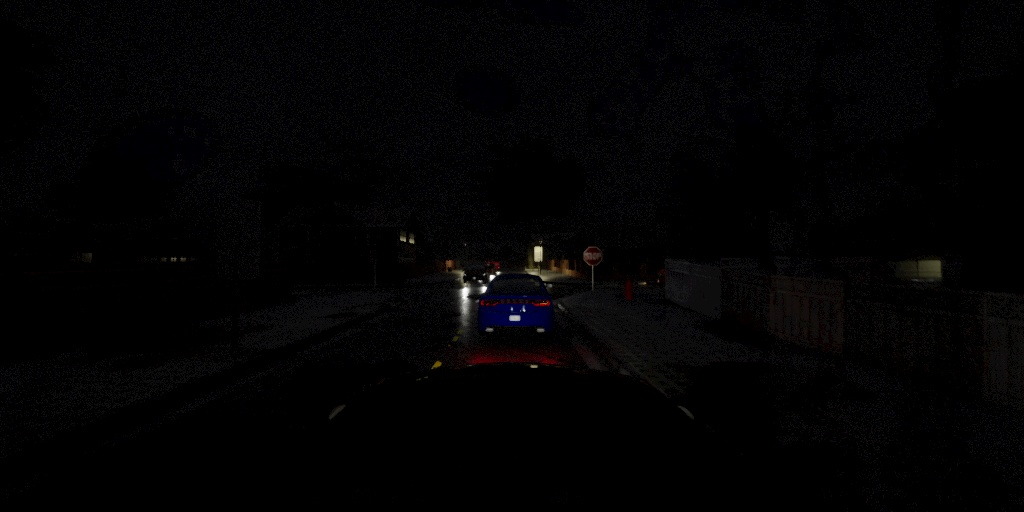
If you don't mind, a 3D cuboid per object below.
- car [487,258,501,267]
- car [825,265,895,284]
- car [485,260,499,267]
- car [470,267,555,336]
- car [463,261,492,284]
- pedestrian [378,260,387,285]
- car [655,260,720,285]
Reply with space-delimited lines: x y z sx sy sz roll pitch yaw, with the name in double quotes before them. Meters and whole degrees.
"car" -2.879 1.246 54.335 2.150 2.045 5.566 0 -1 -1
"car" 21.686 0.905 23.245 4.553 1.767 2.097 -1 -2 1
"car" -2.821 1.458 40.608 1.994 1.385 4.181 0 0 0
"car" 0.175 1.241 10.472 1.882 1.535 5.008 0 0 3
"car" -2.789 1.352 28.282 1.812 1.442 4.674 0 0 -1
"pedestrian" -9.651 1.200 26.591 0.375 1.860 0.375 0 -1 1
"car" 11.783 1.028 23.383 4.553 1.767 2.097 -1 -2 1
